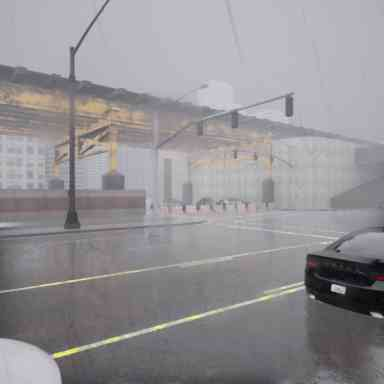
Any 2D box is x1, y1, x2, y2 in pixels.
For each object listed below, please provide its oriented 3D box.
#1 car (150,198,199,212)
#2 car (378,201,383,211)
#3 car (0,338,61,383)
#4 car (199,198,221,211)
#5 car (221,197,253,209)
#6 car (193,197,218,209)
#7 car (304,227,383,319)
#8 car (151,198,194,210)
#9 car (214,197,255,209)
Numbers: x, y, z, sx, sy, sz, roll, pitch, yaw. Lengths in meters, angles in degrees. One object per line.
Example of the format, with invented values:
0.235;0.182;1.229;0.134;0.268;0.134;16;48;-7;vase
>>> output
-2.039;1.450;37.225;4.974;1.542;2.038;0;0;8;car
23.980;1.487;39.584;4.902;1.511;2.128;0;0;-37;car
-3.059;1.526;1.555;4.674;1.442;1.812;0;0;-36;car
1.682;1.449;39.943;2.038;1.542;4.974;0;0;18;car
5.507;1.291;43.730;4.536;1.218;1.853;0;0;-7;car
1.697;1.292;39.992;1.853;1.218;4.536;0;0;18;car
4.464;1.477;7.030;5.008;1.535;1.882;0;0;-36;car
-2.091;1.293;37.231;4.536;1.218;1.853;0;0;8;car
5.558;1.449;43.737;4.974;1.542;2.038;0;0;-7;car
